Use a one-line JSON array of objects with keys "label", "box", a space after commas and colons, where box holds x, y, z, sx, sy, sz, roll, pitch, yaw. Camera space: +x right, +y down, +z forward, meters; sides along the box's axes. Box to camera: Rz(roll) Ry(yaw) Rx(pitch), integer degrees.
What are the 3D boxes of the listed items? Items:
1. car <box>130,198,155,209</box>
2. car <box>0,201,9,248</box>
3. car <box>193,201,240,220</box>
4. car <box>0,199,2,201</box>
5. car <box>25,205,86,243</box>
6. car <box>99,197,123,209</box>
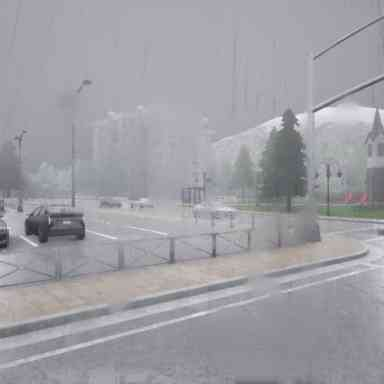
[{"label": "car", "box": [-6.816, 1.526, 45.805, 1.812, 1.442, 4.674, 0, 0, -36]}, {"label": "car", "box": [-8.870, 1.331, 13.436, 2.152, 1.636, 5.027, 0, 0, -36]}, {"label": "car", "box": [1.920, 1.526, 27.893, 1.812, 1.442, 4.674, 0, 0, -37]}, {"label": "car", "box": [-21.592, 1.374, 36.423, 1.845, 1.501, 3.633, 0, 0, -36]}, {"label": "car", "box": [-6.356, 1.340, 15.313, 2.007, 1.523, 4.514, 0, 0, -36]}, {"label": "car", "box": [-11.267, 1.507, 45.910, 1.837, 1.490, 4.892, 0, -1, -36]}]
